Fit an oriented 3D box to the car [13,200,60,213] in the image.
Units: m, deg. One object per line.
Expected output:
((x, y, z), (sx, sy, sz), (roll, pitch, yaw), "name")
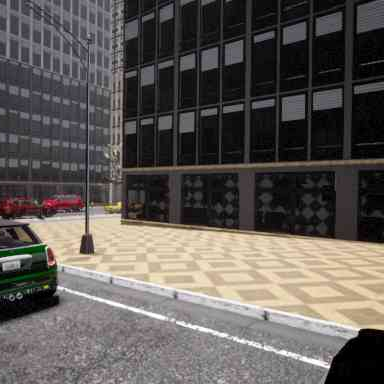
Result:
((-18.394, 1.643, 39.519), (1.752, 1.417, 4.829), (1, 0, 37), "car")

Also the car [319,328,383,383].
((3.014, 1.601, 1.530), (4.718, 1.301, 1.895), (0, 0, 36), "car")

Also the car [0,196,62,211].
((-14.913, 1.519, 30.138), (2.192, 1.841, 5.009), (1, 0, 37), "car")

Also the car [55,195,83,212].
((-15.523, 1.392, 39.017), (2.150, 2.045, 5.566), (1, 0, 37), "car")

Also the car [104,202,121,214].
((-8.099, 1.830, 39.337), (1.752, 1.417, 4.829), (1, 0, 37), "car")

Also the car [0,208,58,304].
((-4.984, 1.348, 7.248), (4.553, 1.767, 2.097), (0, 0, 36), "car")
